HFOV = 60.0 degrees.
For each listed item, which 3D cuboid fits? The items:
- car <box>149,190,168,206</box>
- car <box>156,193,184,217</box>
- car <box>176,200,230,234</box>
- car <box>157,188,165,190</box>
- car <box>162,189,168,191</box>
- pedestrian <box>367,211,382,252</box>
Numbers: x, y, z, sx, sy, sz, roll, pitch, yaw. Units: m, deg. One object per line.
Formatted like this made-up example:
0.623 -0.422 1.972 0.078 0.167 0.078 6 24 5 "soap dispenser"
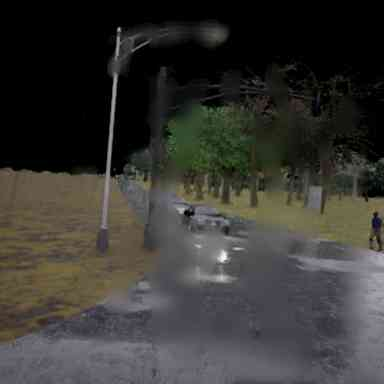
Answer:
-3.665 0.947 36.833 2.128 1.511 4.902 4 0 -13 "car"
-1.390 1.180 27.078 2.128 1.511 4.902 4 0 -13 "car"
0.658 1.435 18.326 1.994 1.385 4.181 4 0 -13 "car"
-5.702 0.306 61.805 2.150 2.045 5.566 4 1 -13 "car"
-3.349 0.869 51.647 1.837 1.490 4.892 4 0 -13 "car"
8.192 1.741 14.864 0.375 1.860 0.375 3 1 -13 "pedestrian"
